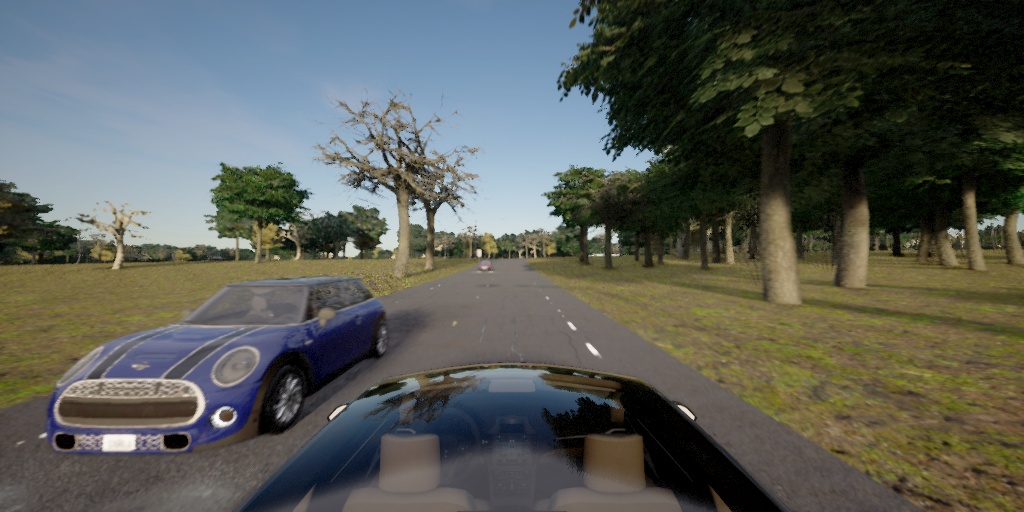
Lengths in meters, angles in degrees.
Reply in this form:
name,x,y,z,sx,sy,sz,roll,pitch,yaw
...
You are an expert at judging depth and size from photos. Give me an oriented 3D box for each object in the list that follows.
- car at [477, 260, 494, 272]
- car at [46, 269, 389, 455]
name,x,y,z,sx,sy,sz,roll,pitch,yaw
car,-3.546,1.315,48.566,1.812,1.442,4.674,0,1,0
car,-3.597,1.128,5.531,2.097,1.767,4.553,0,0,0
